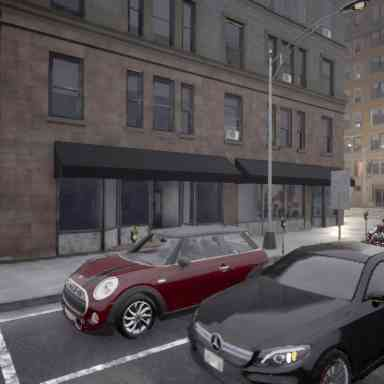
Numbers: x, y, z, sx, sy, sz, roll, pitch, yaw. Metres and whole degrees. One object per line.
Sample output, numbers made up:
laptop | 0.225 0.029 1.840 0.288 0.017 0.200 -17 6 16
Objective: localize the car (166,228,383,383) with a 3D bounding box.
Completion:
car | 2.130 1.527 4.880 4.674 1.442 1.812 0 0 -35

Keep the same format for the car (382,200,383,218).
car | 18.328 1.457 26.853 1.837 1.490 4.892 1 0 -36

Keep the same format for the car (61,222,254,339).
car | -0.351 1.441 6.513 4.097 1.590 1.967 0 0 -36

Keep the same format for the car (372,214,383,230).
car | 8.581 1.445 12.910 4.097 1.590 1.967 0 0 -36
